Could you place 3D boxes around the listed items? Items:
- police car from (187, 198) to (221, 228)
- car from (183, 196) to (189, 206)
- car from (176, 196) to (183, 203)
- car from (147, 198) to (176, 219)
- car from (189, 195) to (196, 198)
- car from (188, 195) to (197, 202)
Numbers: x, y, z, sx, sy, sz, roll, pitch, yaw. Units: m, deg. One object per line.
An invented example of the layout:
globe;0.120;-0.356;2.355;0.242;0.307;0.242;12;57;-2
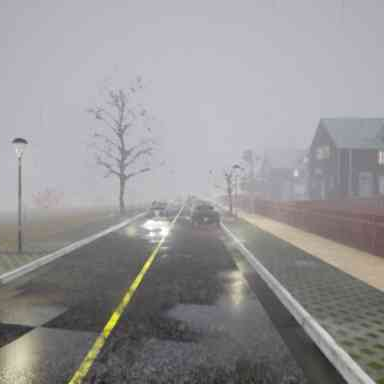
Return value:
police car;0.829;1.423;22.460;1.930;1.638;5.238;0;0;0
car;0.010;1.366;56.955;2.097;1.767;4.553;0;0;0
car;-2.737;1.560;70.731;2.033;1.411;5.357;0;0;0
car;-2.841;1.490;29.471;2.128;1.511;4.902;0;0;0
car;0.832;1.458;38.541;1.801;1.575;5.366;0;0;0
car;0.014;1.410;70.180;1.812;1.442;4.674;0;0;0
